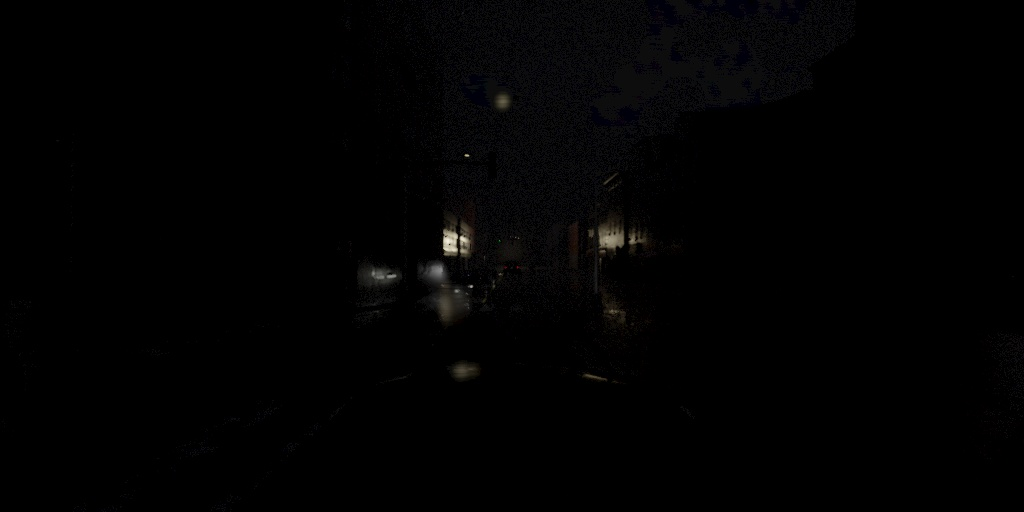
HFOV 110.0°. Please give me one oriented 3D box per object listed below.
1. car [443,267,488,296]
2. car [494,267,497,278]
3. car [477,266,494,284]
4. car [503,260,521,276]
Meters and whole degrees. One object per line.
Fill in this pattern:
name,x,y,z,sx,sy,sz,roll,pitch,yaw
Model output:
car,-2.851,1.573,21.786,2.033,1.411,5.357,0,-1,0
car,-2.850,1.929,43.483,1.895,1.301,4.718,0,-1,0
car,-2.852,1.671,31.943,1.837,1.490,4.892,0,-1,0
car,-0.007,1.605,47.407,2.150,2.045,5.566,0,-1,0
